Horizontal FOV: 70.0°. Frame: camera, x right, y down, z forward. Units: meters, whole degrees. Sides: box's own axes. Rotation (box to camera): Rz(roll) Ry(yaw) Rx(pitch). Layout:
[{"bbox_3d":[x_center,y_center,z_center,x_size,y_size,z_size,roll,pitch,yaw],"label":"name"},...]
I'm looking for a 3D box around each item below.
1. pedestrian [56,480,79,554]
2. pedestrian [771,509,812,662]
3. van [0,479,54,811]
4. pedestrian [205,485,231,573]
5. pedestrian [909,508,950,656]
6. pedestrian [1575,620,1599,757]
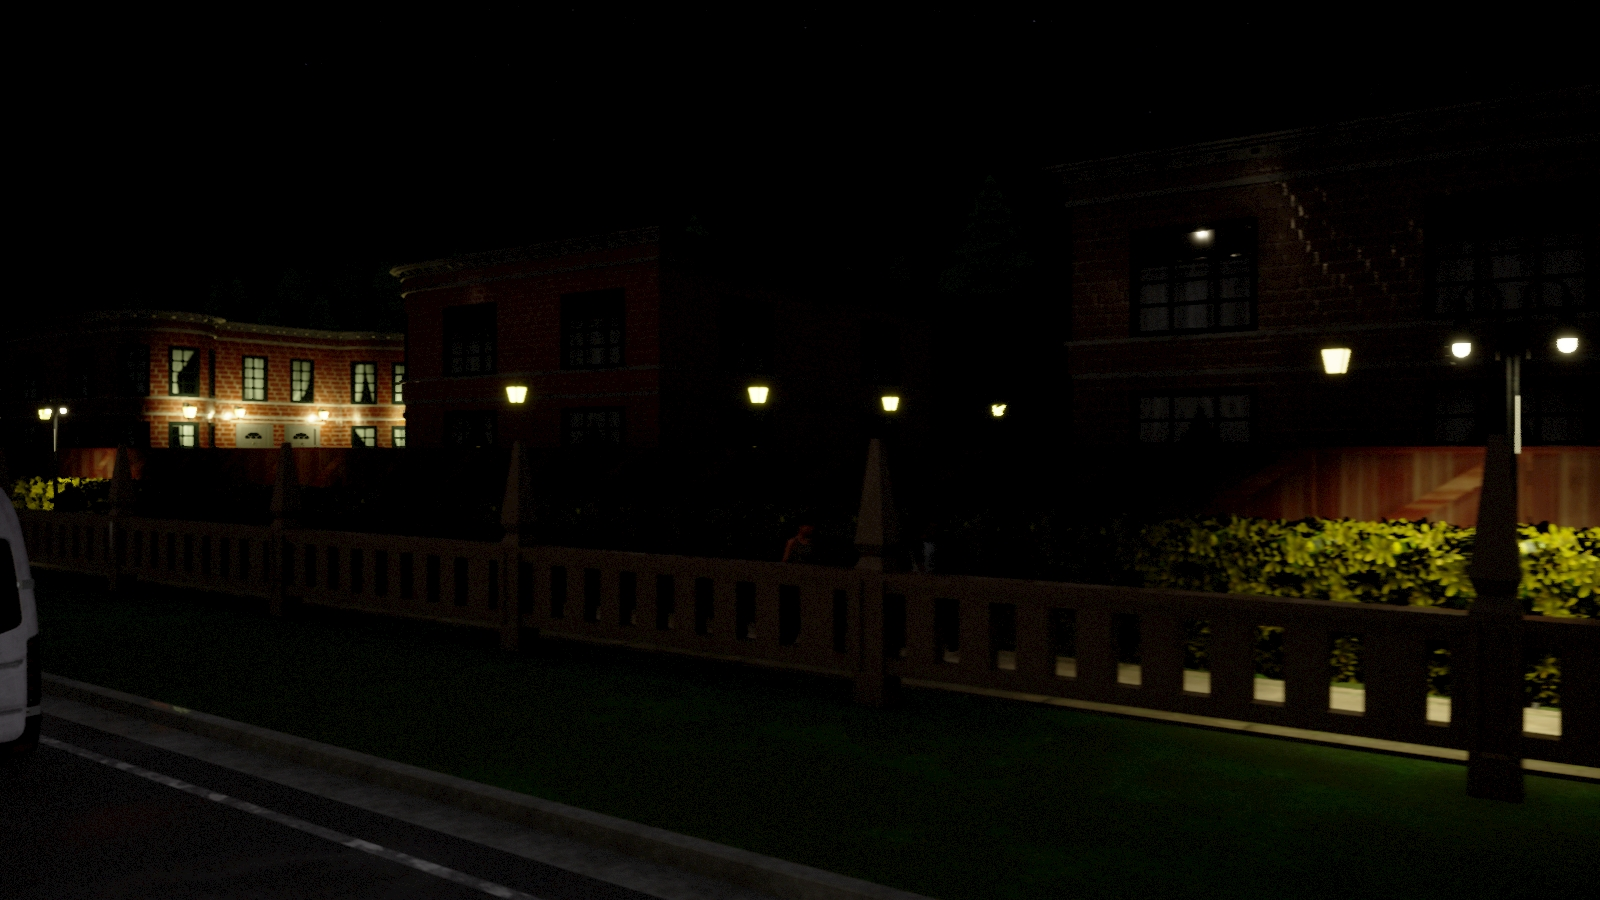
[{"bbox_3d":[-18.553,1.686,28.938,0.375,1.860,0.375,0,0,36],"label":"pedestrian"},{"bbox_3d":[-0.105,1.693,14.430,0.375,1.860,0.375,0,0,34],"label":"pedestrian"},{"bbox_3d":[-9.000,1.530,10.083,5.915,2.561,1.988,0,0,35],"label":"van"},{"bbox_3d":[-12.545,1.688,24.624,0.375,1.860,0.375,0,0,35],"label":"pedestrian"},{"bbox_3d":[1.680,1.694,14.811,0.375,1.860,0.375,0,0,38],"label":"pedestrian"},{"bbox_3d":[7.035,2.076,9.930,0.500,1.100,0.500,0,0,34],"label":"pedestrian"}]
